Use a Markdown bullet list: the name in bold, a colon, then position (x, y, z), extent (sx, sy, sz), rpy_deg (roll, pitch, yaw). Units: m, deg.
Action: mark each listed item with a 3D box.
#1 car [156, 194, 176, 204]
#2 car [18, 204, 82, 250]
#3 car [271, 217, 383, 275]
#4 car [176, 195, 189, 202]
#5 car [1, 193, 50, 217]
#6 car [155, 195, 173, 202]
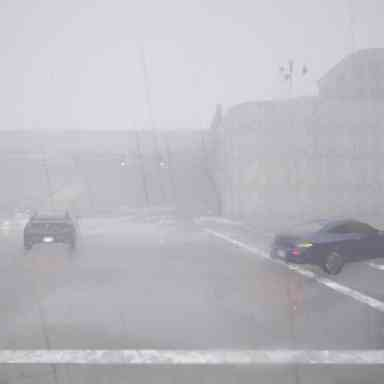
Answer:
- **car**: position (-4.790, 1.229, 61.259), extent (2.097, 1.767, 4.553), rpy_deg (0, 0, 6)
- **car**: position (-5.909, 1.465, 14.334), extent (1.837, 1.490, 4.892), rpy_deg (0, 0, -17)
- **car**: position (4.617, 1.514, 10.362), extent (4.674, 1.442, 1.812), rpy_deg (-1, -1, -25)
- **car**: position (-2.297, 1.387, 70.899), extent (1.812, 1.442, 4.674), rpy_deg (0, 0, 24)
- **car**: position (-14.824, 1.143, 30.700), extent (2.150, 2.045, 5.566), rpy_deg (0, 0, -1)
- **car**: position (-5.980, 1.411, 71.108), extent (1.994, 1.385, 4.181), rpy_deg (0, 0, 24)
